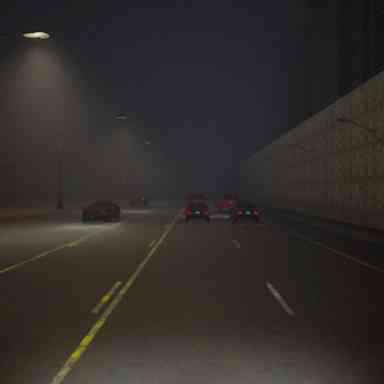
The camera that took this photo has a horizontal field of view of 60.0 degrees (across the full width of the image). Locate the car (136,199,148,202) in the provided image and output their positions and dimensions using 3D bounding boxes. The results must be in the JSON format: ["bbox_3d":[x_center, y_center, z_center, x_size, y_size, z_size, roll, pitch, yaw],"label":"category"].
[{"bbox_3d":[-6.442,1.116,41.081,1.994,1.385,4.181,0,0,1],"label":"car"}]

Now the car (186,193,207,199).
[{"bbox_3d":[0.494,1.157,36.454,2.150,2.045,5.566,0,0,1],"label":"car"}]

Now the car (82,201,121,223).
[{"bbox_3d":[-6.757,1.415,25.198,1.882,1.535,5.008,0,0,1],"label":"car"}]

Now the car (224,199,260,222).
[{"bbox_3d":[3.947,1.511,25.755,2.033,1.411,5.357,0,0,1],"label":"car"}]

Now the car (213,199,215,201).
[{"bbox_3d":[4.166,1.417,48.009,2.128,1.511,4.902,0,0,1],"label":"car"}]

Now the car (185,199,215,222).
[{"bbox_3d":[0.438,1.502,25.900,2.033,1.411,5.357,0,0,1],"label":"car"}]

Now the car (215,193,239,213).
[{"bbox_3d":[3.994,1.167,36.405,2.150,2.045,5.566,0,0,1],"label":"car"}]
